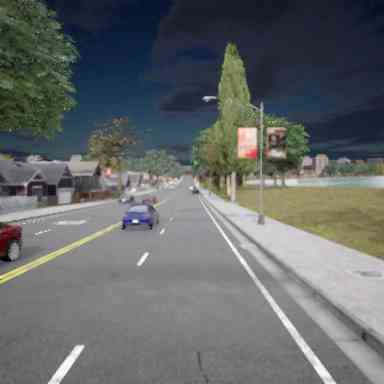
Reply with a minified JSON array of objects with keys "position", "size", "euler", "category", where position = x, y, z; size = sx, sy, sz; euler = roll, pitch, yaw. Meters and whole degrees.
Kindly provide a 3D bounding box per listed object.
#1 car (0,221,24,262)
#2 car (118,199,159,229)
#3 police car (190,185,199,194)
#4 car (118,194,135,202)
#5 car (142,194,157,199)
[{"position":[-6.595,1.461,9.136],"size":[1.882,1.535,5.008],"euler":[0,0,0],"category":"car"},{"position":[-3.140,1.429,20.738],"size":[1.812,1.442,4.674],"euler":[0,1,0],"category":"car"},{"position":[1.010,-0.219,91.029],"size":[1.930,1.638,5.238],"euler":[0,2,0],"category":"police car"},{"position":[-9.802,0.995,50.337],"size":[2.128,1.511,4.902],"euler":[0,1,0],"category":"car"},{"position":[-6.547,1.052,51.301],"size":[1.994,1.385,4.181],"euler":[0,1,0],"category":"car"}]
